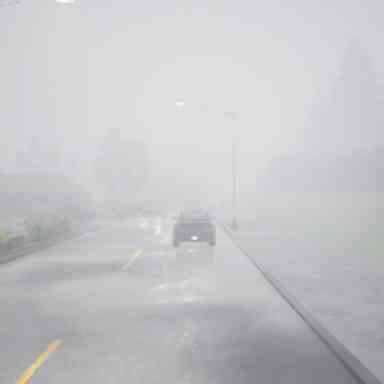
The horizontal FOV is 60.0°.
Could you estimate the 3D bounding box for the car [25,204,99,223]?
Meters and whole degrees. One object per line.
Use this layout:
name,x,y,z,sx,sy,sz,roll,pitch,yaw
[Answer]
car,-10.311,1.649,26.650,5.357,1.415,2.033,0,-1,-40

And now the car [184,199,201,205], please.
car,0.095,1.655,41.876,2.097,1.767,4.553,0,0,0

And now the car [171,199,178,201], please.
car,-4.023,1.829,77.389,2.033,1.411,5.357,0,0,0

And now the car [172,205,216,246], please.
car,0.105,1.623,16.019,1.837,1.490,4.892,0,0,0

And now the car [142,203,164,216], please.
car,-4.082,1.857,35.328,1.895,1.301,4.718,0,0,0

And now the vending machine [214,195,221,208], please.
vending machine,4.288,1.597,55.466,1.100,2.100,0.880,0,0,0
